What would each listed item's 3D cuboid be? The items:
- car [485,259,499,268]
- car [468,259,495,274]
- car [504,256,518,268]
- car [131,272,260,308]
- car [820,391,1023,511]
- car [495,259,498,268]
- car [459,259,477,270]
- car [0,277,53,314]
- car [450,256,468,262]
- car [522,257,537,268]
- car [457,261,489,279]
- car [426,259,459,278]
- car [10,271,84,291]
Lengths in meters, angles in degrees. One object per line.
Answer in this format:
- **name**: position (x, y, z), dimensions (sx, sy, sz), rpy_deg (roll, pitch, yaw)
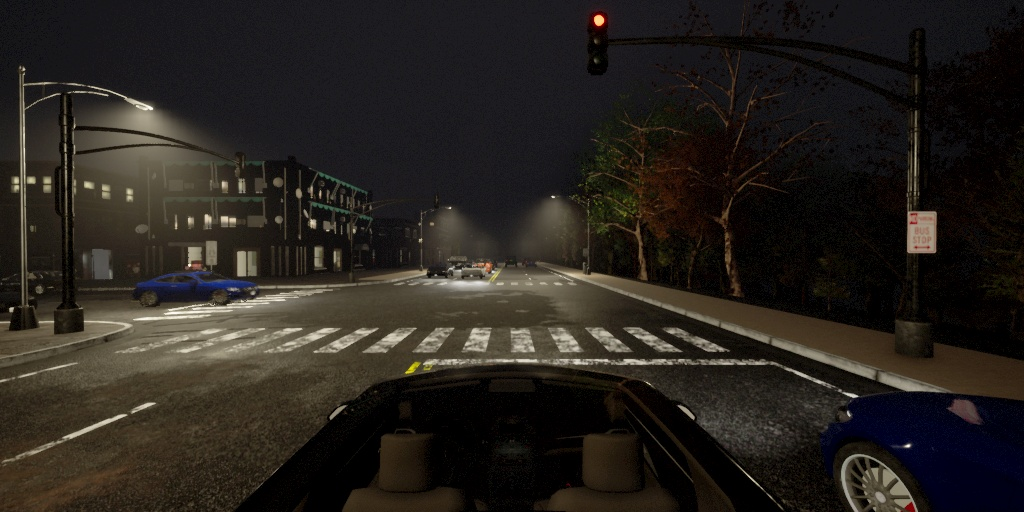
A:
- **car**: position (-3.425, 1.219, 61.712), dimensions (2.128, 1.511, 4.902), rpy_deg (0, 0, 0)
- **car**: position (-3.419, 1.088, 41.261), dimensions (2.097, 1.767, 4.553), rpy_deg (0, 0, 0)
- **car**: position (-0.127, 0.948, 62.936), dimensions (2.150, 2.045, 5.566), rpy_deg (0, 0, 0)
- **car**: position (-13.780, 1.414, 15.748), dimensions (4.674, 1.442, 1.812), rpy_deg (-1, 1, -2)
- **car**: position (3.358, 1.276, 0.895), dimensions (1.812, 1.442, 4.674), rpy_deg (0, 0, 1)
- **car**: position (-3.432, 1.224, 51.293), dimensions (2.128, 1.511, 4.902), rpy_deg (0, 0, 0)
- **car**: position (-6.691, 1.222, 54.648), dimensions (2.128, 1.511, 4.902), rpy_deg (0, 0, 0)
- **car**: position (-19.969, 1.565, 12.862), dimensions (4.313, 1.339, 1.948), rpy_deg (0, 0, 0)
- **car**: position (-6.670, 0.957, 44.244), dimensions (2.150, 2.045, 5.566), rpy_deg (0, 0, 0)
- **car**: position (3.226, 1.274, 61.599), dimensions (2.033, 1.411, 5.357), rpy_deg (0, 0, 0)
- **car**: position (-3.405, 1.341, 32.289), dimensions (1.895, 1.301, 4.718), rpy_deg (0, 0, 0)
- **car**: position (-6.656, 1.287, 34.008), dimensions (2.033, 1.411, 5.357), rpy_deg (0, 0, 0)
- **car**: position (-28.319, 1.559, 21.357), dimensions (4.403, 1.370, 2.007), rpy_deg (0, 0, 0)
